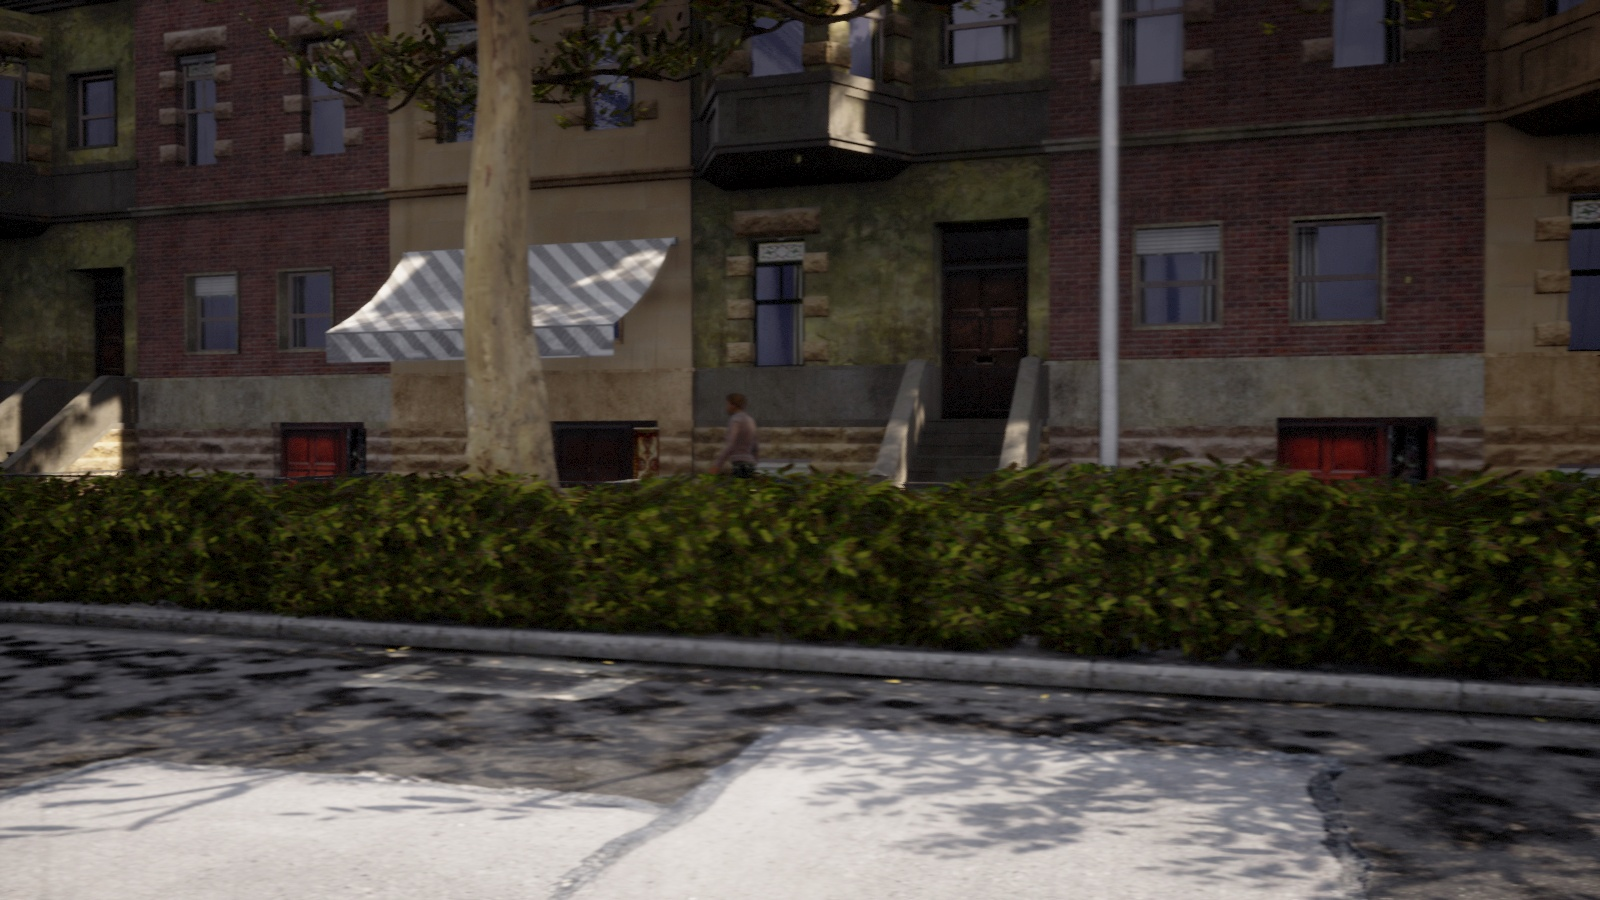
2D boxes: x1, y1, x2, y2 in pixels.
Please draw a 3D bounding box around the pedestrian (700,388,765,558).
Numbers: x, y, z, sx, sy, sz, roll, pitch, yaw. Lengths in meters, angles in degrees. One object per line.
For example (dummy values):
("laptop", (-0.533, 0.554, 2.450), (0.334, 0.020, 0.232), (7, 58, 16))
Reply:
("pedestrian", (-0.748, 0.249, 13.885), (0.634, 1.846, 0.331), (1, 1, 19))
